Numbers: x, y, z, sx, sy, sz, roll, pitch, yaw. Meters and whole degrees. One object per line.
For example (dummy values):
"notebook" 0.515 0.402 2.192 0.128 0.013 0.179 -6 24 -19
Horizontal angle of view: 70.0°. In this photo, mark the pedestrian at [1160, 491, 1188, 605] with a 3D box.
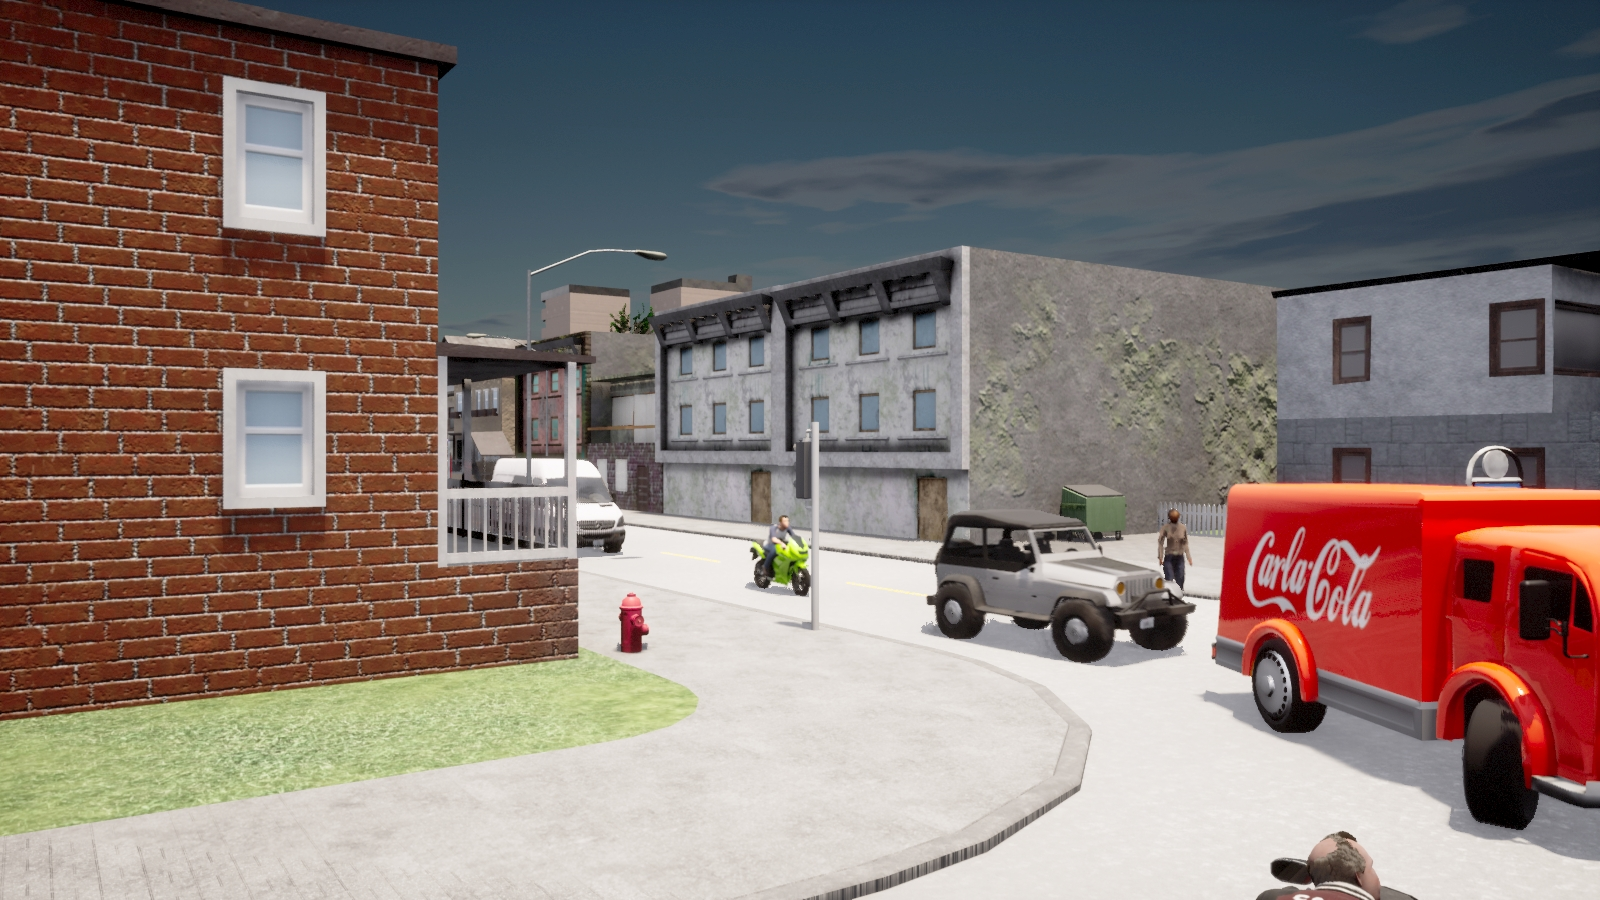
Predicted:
"pedestrian" 6.226 1.628 19.040 0.375 1.860 0.375 0 0 8

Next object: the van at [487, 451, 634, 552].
"van" -6.860 1.314 32.144 1.988 2.561 5.915 0 0 -34

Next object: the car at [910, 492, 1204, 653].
"car" 3.606 1.637 16.617 1.905 1.878 3.866 0 0 -36

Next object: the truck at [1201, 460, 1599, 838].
"truck" 6.072 1.348 10.335 2.627 2.467 5.204 0 0 -6
